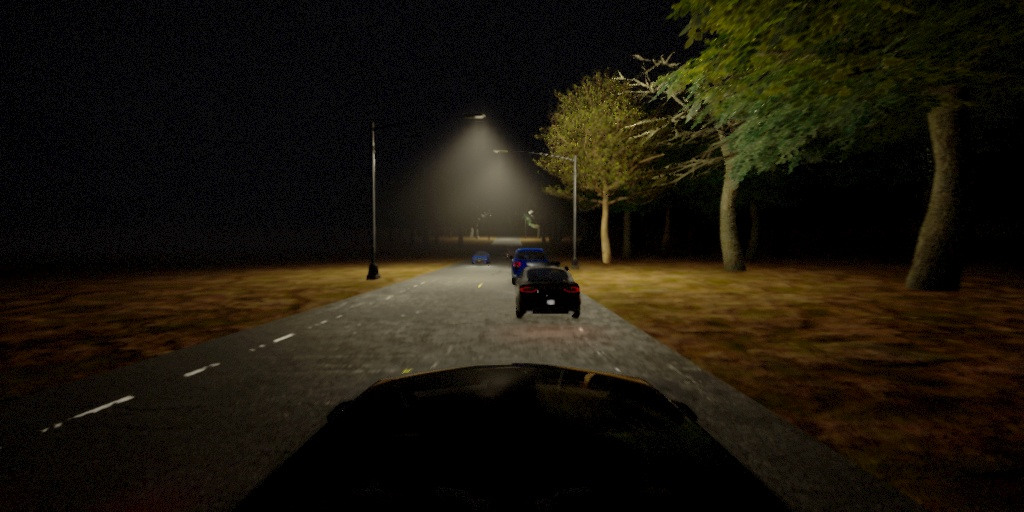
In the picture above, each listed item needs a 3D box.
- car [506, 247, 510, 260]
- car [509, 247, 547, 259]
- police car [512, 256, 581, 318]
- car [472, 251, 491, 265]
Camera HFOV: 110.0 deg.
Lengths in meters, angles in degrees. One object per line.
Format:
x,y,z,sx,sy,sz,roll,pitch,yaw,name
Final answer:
0.011,-0.167,53.052,2.033,1.411,5.357,0,3,1,car
1.048,0.542,22.119,2.150,2.045,5.566,0,1,0,car
1.049,0.980,12.210,1.930,1.638,5.238,0,1,0,police car
-3.574,0.206,42.128,1.882,1.535,5.008,0,2,0,car
